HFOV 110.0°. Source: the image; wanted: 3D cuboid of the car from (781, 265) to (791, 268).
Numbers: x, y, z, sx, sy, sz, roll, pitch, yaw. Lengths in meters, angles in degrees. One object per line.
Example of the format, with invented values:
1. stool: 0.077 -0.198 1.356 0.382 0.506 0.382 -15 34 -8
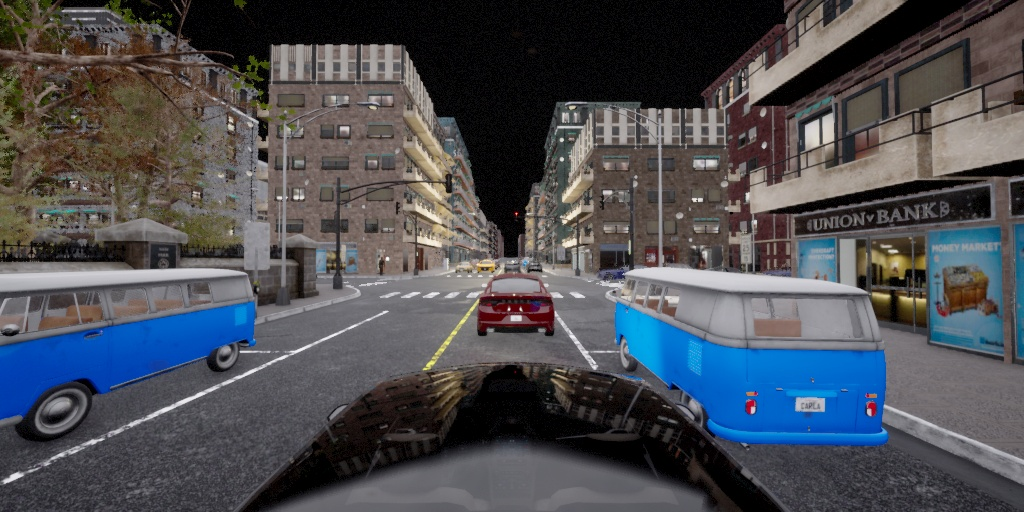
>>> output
1. car: 22.329 1.447 28.494 4.674 1.442 1.812 0 -1 1

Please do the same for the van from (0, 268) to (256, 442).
1. van: -5.657 1.092 5.054 1.690 1.789 3.998 0 0 0

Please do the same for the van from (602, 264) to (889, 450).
1. van: 2.658 1.092 5.055 1.690 1.789 3.998 0 0 0

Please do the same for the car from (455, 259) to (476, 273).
1. car: -5.699 1.291 42.829 1.751 1.417 4.829 0 0 0

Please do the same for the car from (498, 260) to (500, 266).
1. car: -3.109 1.318 53.653 2.033 1.411 5.357 0 0 0

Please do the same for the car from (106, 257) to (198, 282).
1. car: -25.837 0.950 25.856 4.553 1.767 2.097 0 -1 1

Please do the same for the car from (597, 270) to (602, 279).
1. car: 9.215 1.370 28.891 4.674 1.442 1.812 1 -1 4

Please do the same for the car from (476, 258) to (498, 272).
1. car: -3.112 1.244 43.692 1.882 1.535 5.008 0 0 0

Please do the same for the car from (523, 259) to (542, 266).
1. car: 2.682 1.331 43.001 1.948 1.339 4.313 0 0 0

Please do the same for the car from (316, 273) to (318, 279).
1. car: -16.610 1.140 25.745 4.902 1.511 2.128 0 -1 1

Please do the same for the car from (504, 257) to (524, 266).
1. car: 0.067 1.258 43.802 2.128 1.511 4.902 0 0 0

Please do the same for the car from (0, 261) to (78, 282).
1. car: -35.364 1.094 25.972 5.357 1.411 2.033 0 -1 1

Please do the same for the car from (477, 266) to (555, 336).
1. car: 0.096 1.231 10.416 1.882 1.535 5.008 0 0 0

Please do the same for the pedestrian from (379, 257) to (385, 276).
1. pedestrian: -12.547 0.969 34.440 0.375 1.860 0.375 0 -1 1
